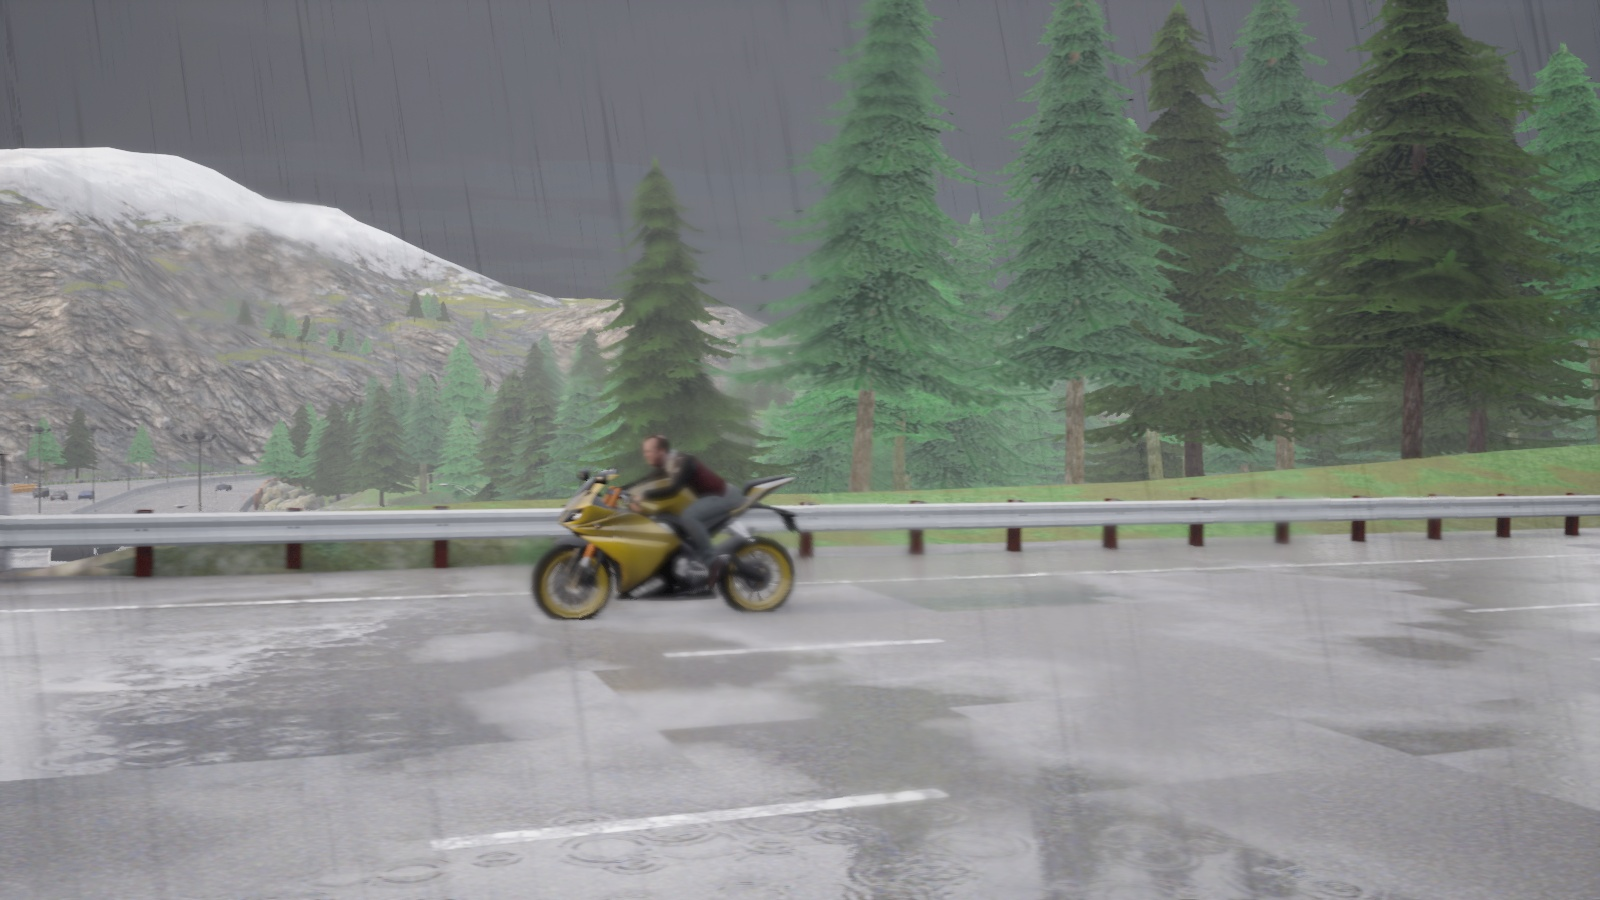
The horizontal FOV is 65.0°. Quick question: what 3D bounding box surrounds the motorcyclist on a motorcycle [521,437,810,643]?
[{"bbox_3d":[-1.107,0.677,10.306,2.191,1.530,0.866,-1,1,-21],"label":"motorcyclist on a motorcycle"}]
